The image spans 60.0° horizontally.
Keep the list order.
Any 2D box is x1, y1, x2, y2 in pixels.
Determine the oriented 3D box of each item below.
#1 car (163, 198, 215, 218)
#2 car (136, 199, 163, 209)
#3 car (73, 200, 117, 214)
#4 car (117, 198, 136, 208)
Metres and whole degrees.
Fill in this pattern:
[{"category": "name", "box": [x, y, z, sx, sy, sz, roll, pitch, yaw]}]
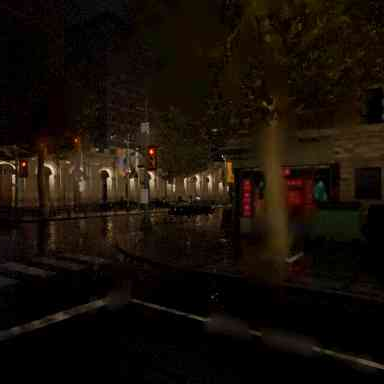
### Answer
[{"category": "car", "box": [0.025, 1.547, 30.698, 2.033, 1.411, 5.357, 0, 0, 36]}, {"category": "car", "box": [-4.913, 1.563, 43.889, 1.994, 1.385, 4.181, 0, 0, 35]}, {"category": "car", "box": [-10.674, 1.563, 35.884, 1.994, 1.385, 4.181, 0, 0, 36]}, {"category": "car", "box": [-10.214, 1.594, 47.895, 1.895, 1.301, 4.718, 0, 0, 36]}]
